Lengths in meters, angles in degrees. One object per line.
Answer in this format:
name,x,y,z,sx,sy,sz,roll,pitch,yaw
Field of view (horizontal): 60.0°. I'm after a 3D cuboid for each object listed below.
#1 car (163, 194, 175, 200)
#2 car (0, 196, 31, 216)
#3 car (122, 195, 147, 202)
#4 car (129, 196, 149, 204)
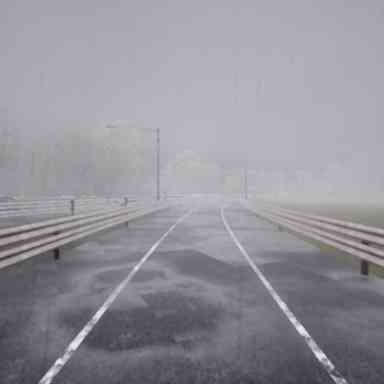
car,-5.698,1.206,85.995,2.097,1.767,4.553,0,0,17
car,-14.634,1.075,25.681,2.097,1.767,4.553,0,0,13
car,-8.737,1.265,49.893,2.128,1.511,4.902,0,0,15
car,-9.608,1.359,60.114,1.994,1.385,4.181,0,0,15
